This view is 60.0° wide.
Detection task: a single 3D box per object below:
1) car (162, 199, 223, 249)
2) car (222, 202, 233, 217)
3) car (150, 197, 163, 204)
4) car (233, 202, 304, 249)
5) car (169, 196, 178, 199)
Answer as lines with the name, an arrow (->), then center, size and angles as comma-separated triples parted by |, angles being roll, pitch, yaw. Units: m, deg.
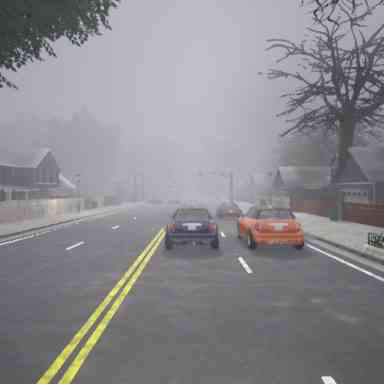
car -> 0.000, 1.363, 14.621 | 2.097, 1.767, 4.553 | 0, 0, 0
car -> 3.250, 1.572, 29.652 | 1.994, 1.385, 4.181 | 0, 0, 0
car -> -6.500, 1.599, 61.653 | 1.994, 1.385, 4.181 | 0, 0, 0
car -> 3.250, 1.363, 14.621 | 2.097, 1.767, 4.553 | 0, 0, 0
car -> -3.250, 1.559, 61.653 | 1.812, 1.442, 4.674 | 0, 0, 0
